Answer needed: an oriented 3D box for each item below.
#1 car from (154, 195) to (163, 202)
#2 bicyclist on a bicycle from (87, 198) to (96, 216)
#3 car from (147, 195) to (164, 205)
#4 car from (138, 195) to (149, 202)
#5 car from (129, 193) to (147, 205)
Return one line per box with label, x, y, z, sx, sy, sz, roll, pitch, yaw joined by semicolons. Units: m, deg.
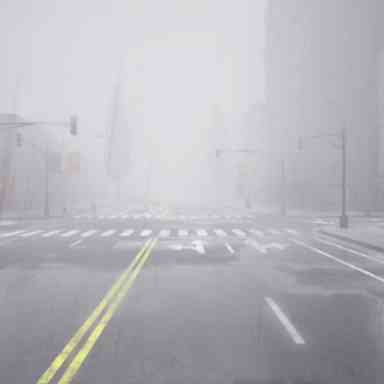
car;-7.065;1.427;70.930;1.812;1.442;4.674;0;0;-4
bicyclist on a bicycle;-9.299;1.387;31.062;0.866;1.612;1.509;0;0;0
car;-5.979;1.410;55.798;1.882;1.535;5.008;0;0;-4
car;-10.329;1.341;70.987;2.033;1.411;5.357;0;0;-4
car;-9.214;1.152;55.519;2.150;2.045;5.566;0;0;-4
